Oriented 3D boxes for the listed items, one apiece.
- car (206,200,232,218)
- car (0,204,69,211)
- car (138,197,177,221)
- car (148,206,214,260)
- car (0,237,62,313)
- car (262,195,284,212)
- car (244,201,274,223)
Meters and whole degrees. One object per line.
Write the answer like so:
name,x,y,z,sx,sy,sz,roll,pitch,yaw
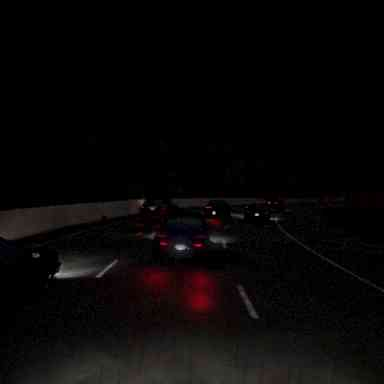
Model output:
car,2.386,1.476,29.807,1.837,1.490,4.892,2,0,13
car,-10.029,1.094,22.212,2.033,1.411,5.357,2,0,8
car,-2.303,1.173,24.466,2.097,1.767,4.553,2,0,10
car,-0.240,1.469,12.204,1.812,1.442,4.674,2,0,2
car,-3.887,1.384,5.269,2.033,1.411,5.357,2,0,-1
car,10.424,1.437,42.702,2.150,2.045,5.566,2,0,23
car,5.228,1.653,26.537,1.994,1.385,4.181,2,0,12
